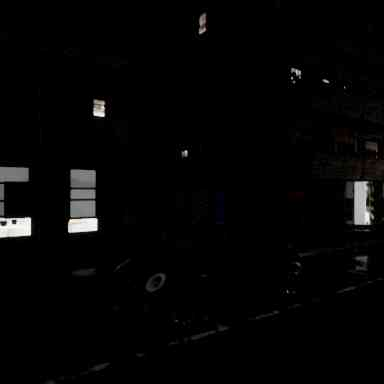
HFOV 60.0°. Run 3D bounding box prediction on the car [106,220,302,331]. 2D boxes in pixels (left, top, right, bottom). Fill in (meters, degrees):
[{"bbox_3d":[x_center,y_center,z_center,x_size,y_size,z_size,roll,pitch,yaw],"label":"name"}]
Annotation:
[{"bbox_3d":[0.355,1.440,6.814,4.097,1.590,1.967,0,0,-35],"label":"car"}]
